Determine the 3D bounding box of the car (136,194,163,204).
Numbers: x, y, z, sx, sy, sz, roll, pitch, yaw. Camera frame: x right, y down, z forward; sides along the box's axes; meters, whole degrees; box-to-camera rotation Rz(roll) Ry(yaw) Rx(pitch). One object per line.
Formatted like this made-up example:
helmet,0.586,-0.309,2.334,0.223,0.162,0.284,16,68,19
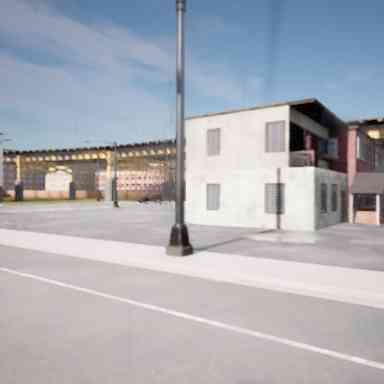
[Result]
car,-8.902,1.462,70.384,5.566,2.045,2.150,0,0,-20
